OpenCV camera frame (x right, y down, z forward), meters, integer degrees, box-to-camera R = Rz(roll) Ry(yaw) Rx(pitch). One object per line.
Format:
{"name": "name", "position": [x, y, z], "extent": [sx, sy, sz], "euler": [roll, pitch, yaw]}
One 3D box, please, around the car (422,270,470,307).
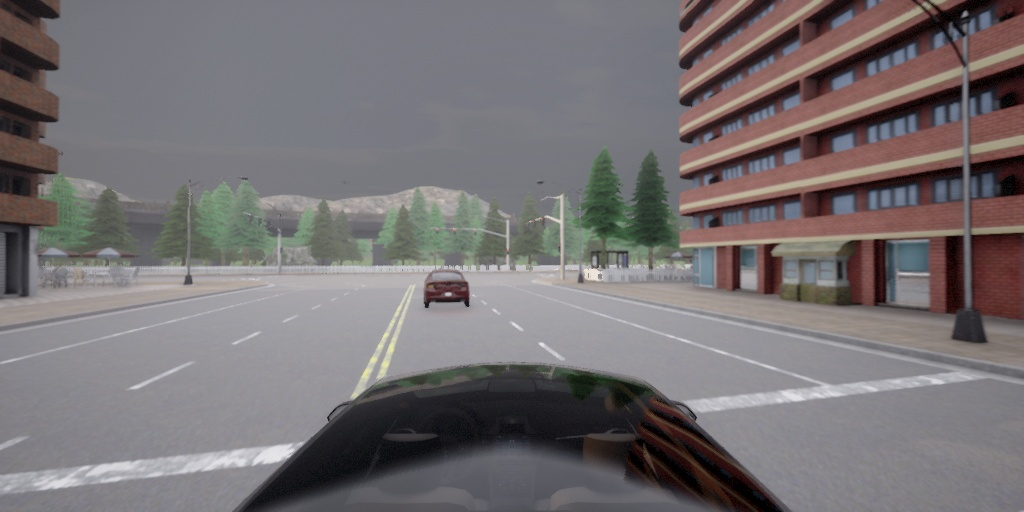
{"name": "car", "position": [-3.074, 1.367, 16.520], "extent": [1.882, 1.535, 5.008], "euler": [0, 0, -13]}
